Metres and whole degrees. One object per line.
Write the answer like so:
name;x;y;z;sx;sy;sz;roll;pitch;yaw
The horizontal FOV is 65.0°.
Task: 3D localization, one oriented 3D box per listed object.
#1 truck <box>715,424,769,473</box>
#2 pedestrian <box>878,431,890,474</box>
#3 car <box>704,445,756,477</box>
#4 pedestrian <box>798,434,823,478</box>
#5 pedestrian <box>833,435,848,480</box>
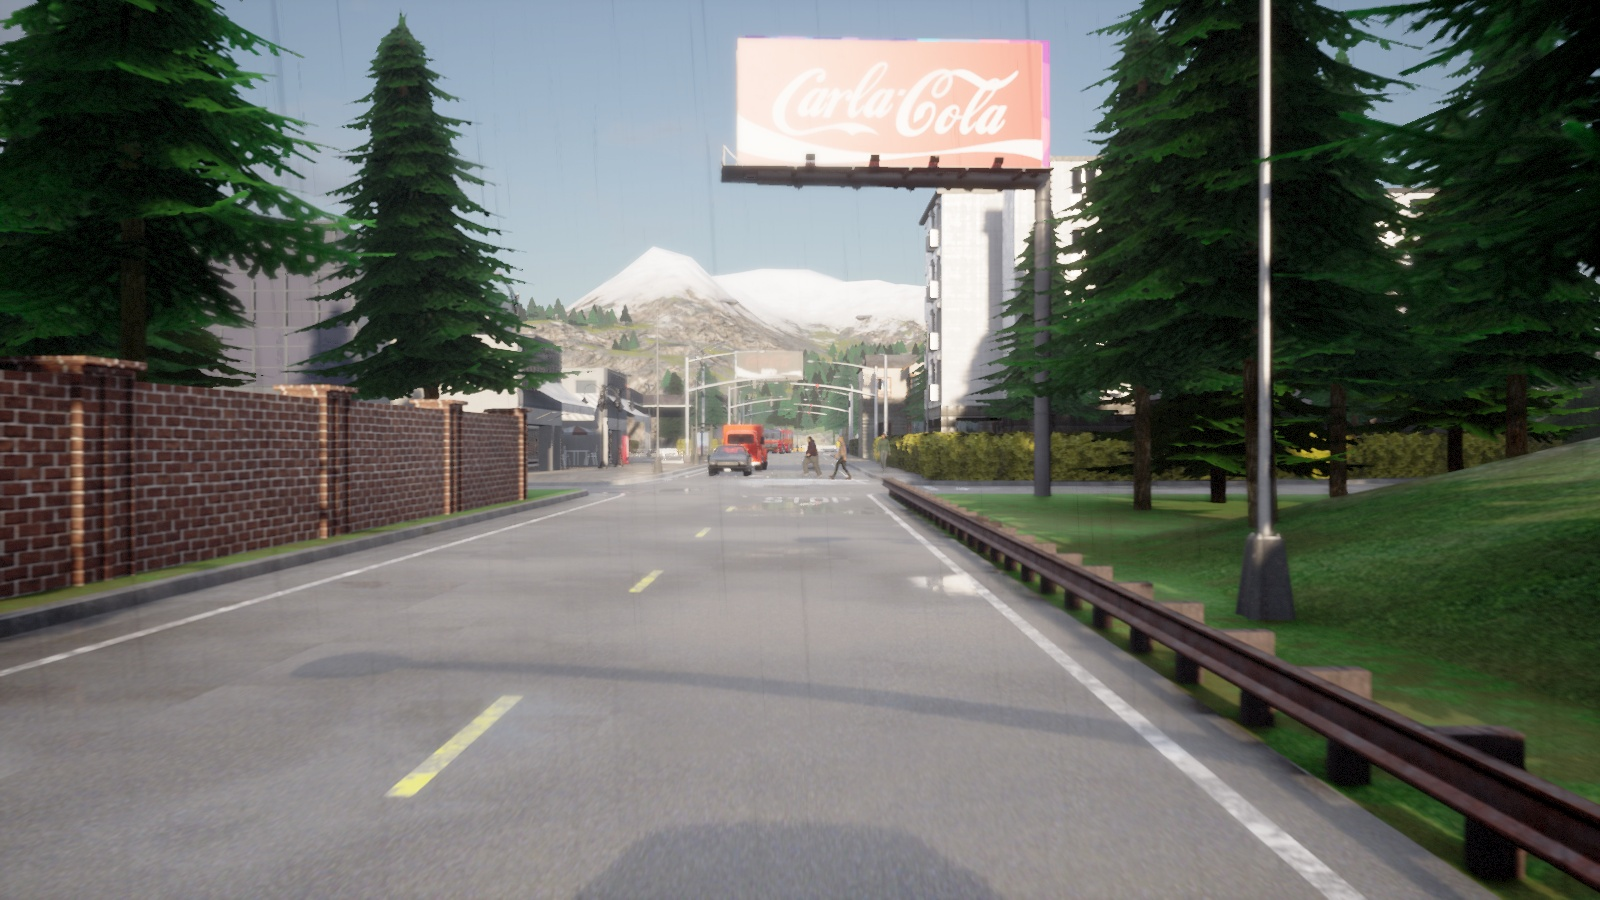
truck;-3.097;-0.152;68.071;2.627;2.467;5.204;0;2;0
pedestrian;3.613;0.102;54.093;0.353;1.847;0.614;0;0;18
car;-3.157;0.467;57.501;2.033;1.411;5.357;0;0;0
pedestrian;0.442;0.246;52.920;0.899;1.844;0.634;0;0;-20
pedestrian;1.644;0.297;50.964;0.634;1.846;0.331;0;0;1
